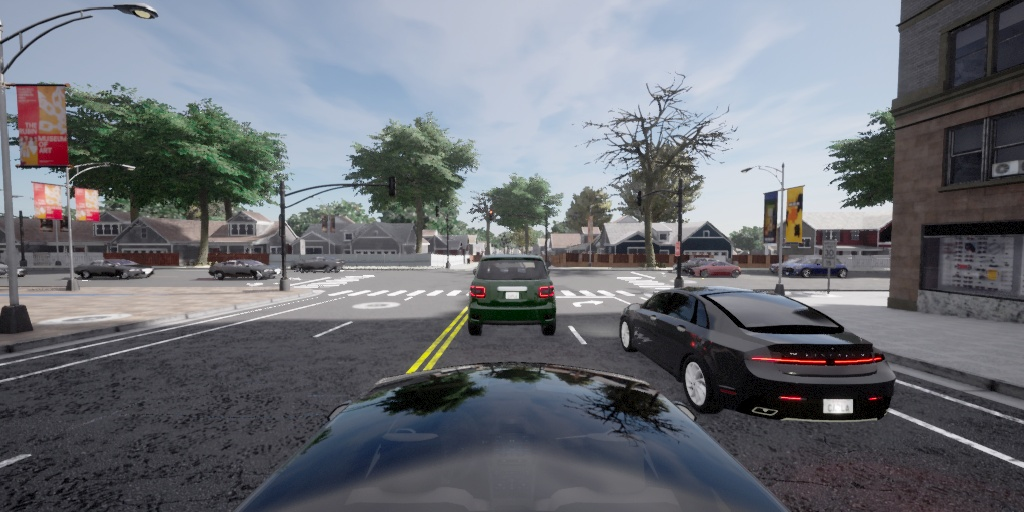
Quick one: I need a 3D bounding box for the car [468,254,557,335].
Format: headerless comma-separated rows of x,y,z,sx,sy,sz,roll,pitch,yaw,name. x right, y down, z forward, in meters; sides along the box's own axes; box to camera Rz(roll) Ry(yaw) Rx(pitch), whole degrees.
-0.011,0.968,10.615,2.150,2.045,5.566,0,0,0,car

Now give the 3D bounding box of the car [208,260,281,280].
-20.534,1.035,27.683,4.902,1.511,2.128,0,2,-2,car

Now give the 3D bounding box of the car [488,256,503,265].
-2.778,0.765,61.252,2.128,1.511,4.902,0,0,1,car

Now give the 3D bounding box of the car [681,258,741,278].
17.331,1.110,30.945,4.181,1.385,1.994,0,2,0,car

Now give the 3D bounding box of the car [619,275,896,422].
3.259,1.251,6.000,1.837,1.490,4.892,0,0,0,car

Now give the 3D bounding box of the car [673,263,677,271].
17.944,0.915,34.190,4.902,1.511,2.128,0,2,1,car

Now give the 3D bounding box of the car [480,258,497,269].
-3.010,0.937,46.745,1.895,1.301,4.718,0,0,1,car

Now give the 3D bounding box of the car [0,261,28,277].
-40.774,1.018,27.824,4.674,1.442,1.812,0,2,0,car

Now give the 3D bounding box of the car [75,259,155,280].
-30.615,1.008,27.747,4.902,1.511,2.128,0,2,0,car

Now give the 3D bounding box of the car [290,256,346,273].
-18.594,0.781,34.400,4.902,1.511,2.128,0,2,0,car

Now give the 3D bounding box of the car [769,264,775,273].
27.146,0.993,34.147,4.674,1.442,1.812,0,2,0,car

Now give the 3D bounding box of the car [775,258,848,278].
25.991,0.940,30.895,4.553,1.767,2.097,0,2,0,car
